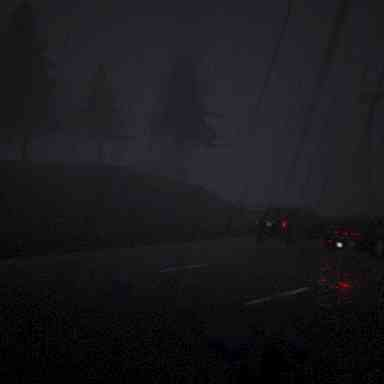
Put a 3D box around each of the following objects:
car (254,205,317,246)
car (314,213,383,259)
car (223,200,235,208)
[{"bbox_3d":[5.202,1.500,16.203,4.553,1.767,2.097,1,-1,-35],"label":"car"},{"bbox_3d":[7.309,1.657,13.408,4.892,1.490,1.837,0,0,-35],"label":"car"},{"bbox_3d":[6.369,2.027,57.797,1.895,1.301,4.718,1,0,1],"label":"car"}]
